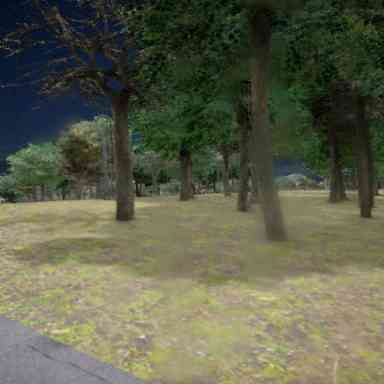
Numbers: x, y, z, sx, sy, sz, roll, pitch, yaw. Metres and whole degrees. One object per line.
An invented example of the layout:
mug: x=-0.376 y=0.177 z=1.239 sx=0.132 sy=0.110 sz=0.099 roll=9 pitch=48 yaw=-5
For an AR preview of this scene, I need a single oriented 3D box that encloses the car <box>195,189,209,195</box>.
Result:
car: x=2.610 y=-0.026 z=87.029 sx=1.994 sy=1.385 sz=4.181 roll=-3 pitch=-1 yaw=34
